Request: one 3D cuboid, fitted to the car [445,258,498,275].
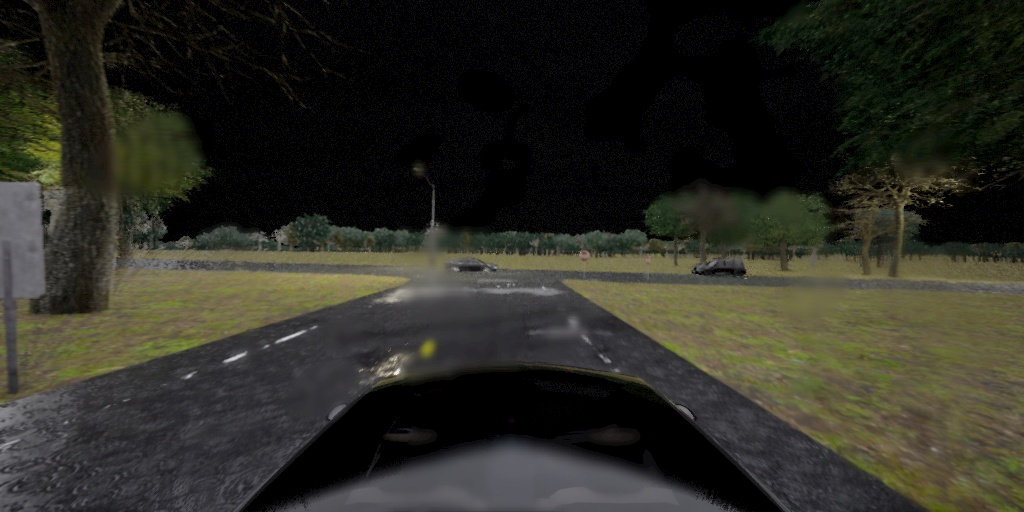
[{"bbox_3d":[-3.741,0.924,33.471,4.892,1.490,1.837,1,1,0],"label":"car"}]

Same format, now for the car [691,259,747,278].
[{"bbox_3d":[23.264,1.406,40.322,5.566,2.045,2.150,0,2,0],"label":"car"}]
